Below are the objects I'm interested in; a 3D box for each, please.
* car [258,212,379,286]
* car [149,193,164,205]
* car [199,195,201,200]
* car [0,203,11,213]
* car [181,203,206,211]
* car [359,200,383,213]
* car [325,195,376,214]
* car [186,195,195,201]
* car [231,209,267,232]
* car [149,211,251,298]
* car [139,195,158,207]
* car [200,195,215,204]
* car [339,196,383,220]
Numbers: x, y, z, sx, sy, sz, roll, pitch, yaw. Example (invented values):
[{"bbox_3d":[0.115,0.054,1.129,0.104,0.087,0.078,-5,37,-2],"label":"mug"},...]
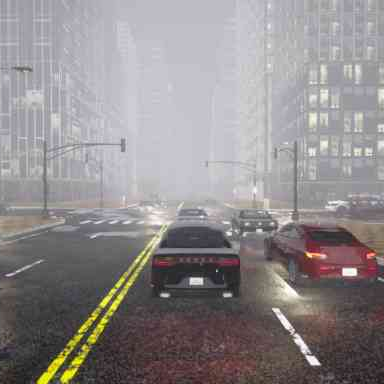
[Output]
[{"bbox_3d":[3.317,1.521,9.307,1.812,1.442,4.674,0,0,0],"label":"car"},{"bbox_3d":[-6.788,1.175,59.666,2.150,2.045,5.566,0,0,0],"label":"car"},{"bbox_3d":[2.924,1.431,91.806,1.812,1.442,4.674,0,0,0],"label":"car"},{"bbox_3d":[-20.096,1.364,32.229,4.674,1.442,1.812,1,1,1],"label":"car"},{"bbox_3d":[0.033,1.538,18.362,2.033,1.411,5.357,0,0,0],"label":"car"},{"bbox_3d":[21.677,1.643,37.478,4.829,1.417,1.752,1,0,1],"label":"car"},{"bbox_3d":[17.042,1.340,34.940,5.566,2.045,2.150,1,1,1],"label":"car"},{"bbox_3d":[-0.288,1.425,80.946,1.837,1.490,4.892,0,0,0],"label":"car"},{"bbox_3d":[3.284,1.591,18.426,1.895,1.301,4.718,0,0,0],"label":"car"},{"bbox_3d":[0.065,1.474,8.541,1.882,1.535,5.008,0,0,0],"label":"car"},{"bbox_3d":[-6.771,1.528,50.633,1.994,1.385,4.181,0,0,0],"label":"car"},{"bbox_3d":[3.132,1.445,60.139,2.128,1.511,4.902,0,0,0],"label":"car"},{"bbox_3d":[16.097,1.519,29.172,5.009,1.841,2.192,1,0,1],"label":"car"}]
